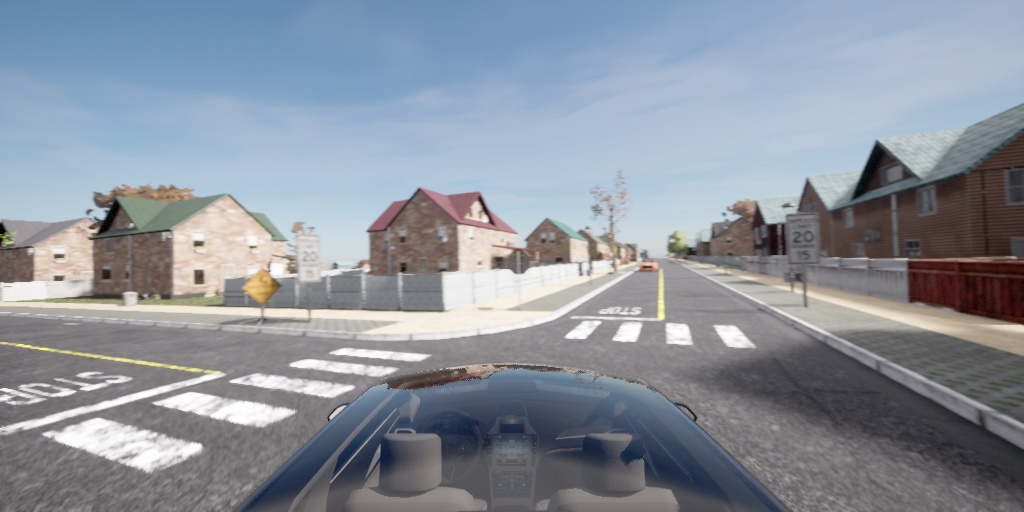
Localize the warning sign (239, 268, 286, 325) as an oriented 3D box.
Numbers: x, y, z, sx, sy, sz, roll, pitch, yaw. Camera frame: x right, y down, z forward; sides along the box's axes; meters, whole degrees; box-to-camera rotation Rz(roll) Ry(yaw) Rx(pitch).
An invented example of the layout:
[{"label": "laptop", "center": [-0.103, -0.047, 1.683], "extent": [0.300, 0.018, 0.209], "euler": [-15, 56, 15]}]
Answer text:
[{"label": "warning sign", "center": [-8.559, 1.341, 12.310], "extent": [1.060, 1.860, 1.300], "euler": [0, 0, 22]}]

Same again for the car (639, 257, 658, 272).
[{"label": "car", "center": [16.934, 1.038, 44.536], "extent": [2.097, 1.767, 4.553], "euler": [-2, -1, 23]}]
